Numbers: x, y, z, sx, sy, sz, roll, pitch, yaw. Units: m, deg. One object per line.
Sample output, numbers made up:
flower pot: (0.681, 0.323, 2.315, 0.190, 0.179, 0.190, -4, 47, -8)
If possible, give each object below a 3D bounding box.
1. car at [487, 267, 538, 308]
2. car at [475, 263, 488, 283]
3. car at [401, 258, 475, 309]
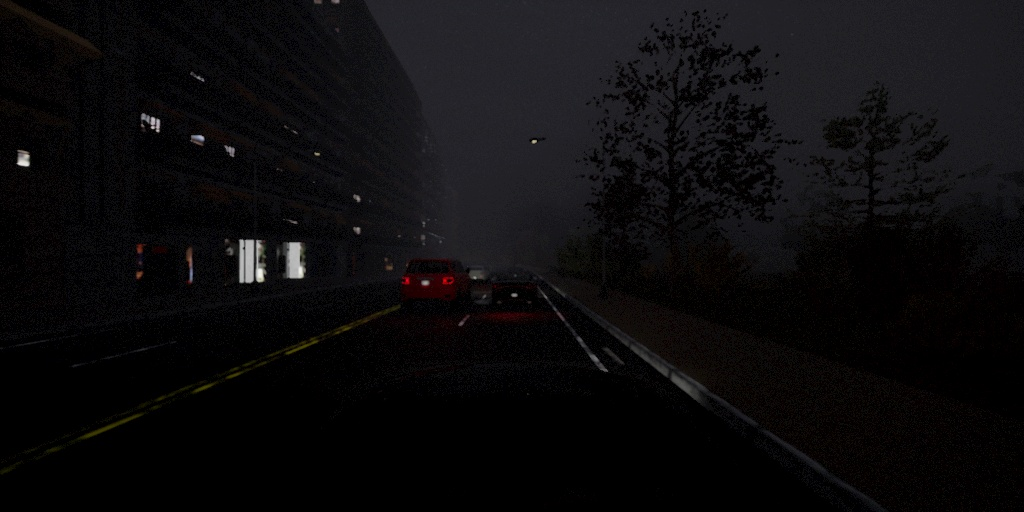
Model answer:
car: (0.125, 1.366, 16.223, 1.882, 1.535, 5.008, 0, 0, 1)
car: (-2.959, 1.557, 31.142, 1.812, 1.442, 4.674, 0, 0, 1)
car: (-3.134, 1.099, 15.782, 2.150, 2.045, 5.566, 0, 0, 1)
